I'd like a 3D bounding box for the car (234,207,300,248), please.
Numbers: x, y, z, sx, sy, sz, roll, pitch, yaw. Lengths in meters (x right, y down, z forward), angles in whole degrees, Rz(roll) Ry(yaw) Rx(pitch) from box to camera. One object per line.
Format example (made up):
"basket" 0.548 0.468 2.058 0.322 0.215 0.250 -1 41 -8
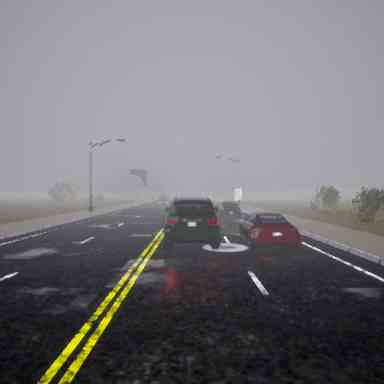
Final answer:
"car" 3.250 1.571 14.650 1.994 1.385 4.181 0 0 0

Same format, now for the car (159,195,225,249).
"car" 0.000 1.256 14.680 2.150 2.045 5.566 0 0 0

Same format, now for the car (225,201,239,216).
"car" 3.250 1.527 29.650 1.812 1.442 4.674 0 0 0

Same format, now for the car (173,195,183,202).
"car" -3.250 1.497 76.098 2.033 1.411 5.357 0 0 0

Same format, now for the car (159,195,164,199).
"car" -6.500 1.435 76.096 1.882 1.535 5.008 0 0 0

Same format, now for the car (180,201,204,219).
"car" 0.000 1.567 29.650 1.994 1.385 4.181 0 0 0
